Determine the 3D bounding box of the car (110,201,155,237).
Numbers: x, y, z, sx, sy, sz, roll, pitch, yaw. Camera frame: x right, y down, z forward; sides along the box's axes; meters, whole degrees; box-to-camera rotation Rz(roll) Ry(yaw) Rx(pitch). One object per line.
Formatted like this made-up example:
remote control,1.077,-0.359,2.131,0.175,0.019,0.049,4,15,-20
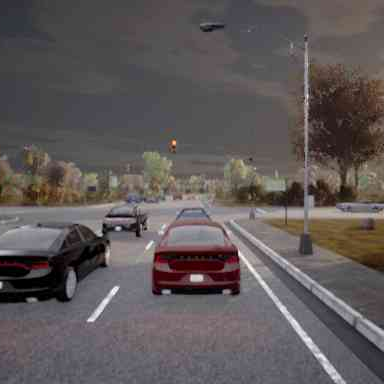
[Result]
car,-3.429,1.469,17.743,2.128,1.511,4.902,0,0,-1

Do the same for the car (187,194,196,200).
car,-0.179,1.239,85.923,2.097,1.767,4.553,0,0,0

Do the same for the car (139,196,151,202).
car,-10.661,1.498,75.604,1.895,1.301,4.718,0,0,0

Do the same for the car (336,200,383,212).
car,18.582,1.550,36.830,4.718,1.301,1.895,0,0,3

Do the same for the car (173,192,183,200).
car,-3.679,1.108,85.559,2.150,2.045,5.566,0,0,0

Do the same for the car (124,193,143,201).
car,-10.687,1.146,60.255,2.150,2.045,5.566,0,0,0

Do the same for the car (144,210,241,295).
car,0.083,1.466,8.730,1.882,1.535,5.008,0,0,0

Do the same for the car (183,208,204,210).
car,0.066,1.541,17.719,1.994,1.385,4.181,0,0,0

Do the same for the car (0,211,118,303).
car,-3.415,1.467,8.256,1.882,1.535,5.008,0,0,0

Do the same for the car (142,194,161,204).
car,-7.191,1.487,60.004,1.994,1.385,4.181,0,0,0

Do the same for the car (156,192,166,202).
car,-7.161,1.129,75.217,2.150,2.045,5.566,0,0,0
